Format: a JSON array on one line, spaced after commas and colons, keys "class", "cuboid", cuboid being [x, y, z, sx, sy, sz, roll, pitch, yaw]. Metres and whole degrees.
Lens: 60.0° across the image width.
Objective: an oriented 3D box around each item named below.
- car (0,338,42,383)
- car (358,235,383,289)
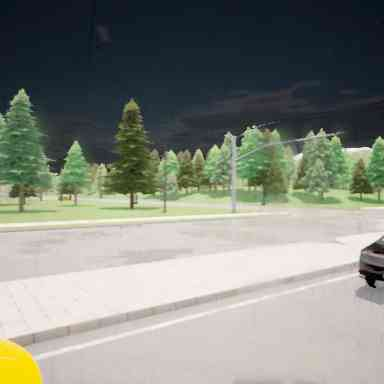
[{"class": "car", "cuboid": [-3.316, 1.466, 1.380, 5.008, 1.535, 1.882, 1, 0, -36]}, {"class": "car", "cuboid": [5.980, 1.547, 8.062, 4.902, 1.511, 2.128, 0, 0, -35]}]
